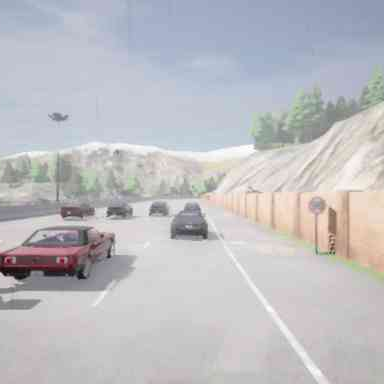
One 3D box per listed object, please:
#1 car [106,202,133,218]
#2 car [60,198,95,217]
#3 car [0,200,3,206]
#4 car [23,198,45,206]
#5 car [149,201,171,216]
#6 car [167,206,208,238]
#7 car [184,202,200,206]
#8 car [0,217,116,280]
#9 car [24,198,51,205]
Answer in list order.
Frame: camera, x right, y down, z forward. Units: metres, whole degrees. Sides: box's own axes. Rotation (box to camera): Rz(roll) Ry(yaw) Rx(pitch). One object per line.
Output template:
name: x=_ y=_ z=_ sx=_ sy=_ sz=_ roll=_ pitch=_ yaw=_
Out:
car: x=-7.020 y=1.729 z=32.615 sx=1.837 sy=1.490 sz=4.892 roll=0 pitch=0 yaw=1
car: x=-10.545 y=1.666 z=31.042 sx=1.882 sy=1.535 sz=5.008 roll=0 pitch=0 yaw=1
car: x=-31.628 y=1.722 z=52.033 sx=2.128 sy=1.511 sz=4.902 roll=0 pitch=0 yaw=0
car: x=-28.190 y=1.742 z=59.534 sx=1.812 sy=1.442 sz=4.674 roll=0 pitch=0 yaw=-1
car: x=-3.486 y=1.779 z=36.124 sx=1.837 sy=1.490 sz=4.892 roll=0 pitch=0 yaw=0
car: x=-0.132 y=1.716 z=18.639 sx=1.994 sy=1.385 sz=4.181 roll=0 pitch=0 yaw=0
car: x=0.030 y=1.892 z=40.134 sx=1.994 sy=1.385 sz=4.181 roll=0 pitch=0 yaw=0
car: x=-3.659 y=1.661 z=10.061 sx=1.895 sy=1.301 sz=4.718 roll=0 pitch=0 yaw=-1
car: x=-24.650 y=1.776 z=53.898 sx=2.128 sy=1.511 sz=4.902 roll=0 pitch=0 yaw=0
